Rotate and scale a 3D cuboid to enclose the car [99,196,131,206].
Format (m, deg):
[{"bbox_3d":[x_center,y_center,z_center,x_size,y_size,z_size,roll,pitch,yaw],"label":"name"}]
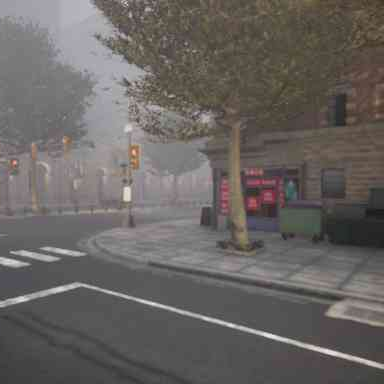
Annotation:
[{"bbox_3d":[-11.296,1.303,48.697,1.895,1.301,4.718,1,0,36],"label":"car"}]

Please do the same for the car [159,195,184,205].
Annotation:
[{"bbox_3d":[-3.332,1.211,54.327,1.882,1.535,5.008,1,0,36],"label":"car"}]
